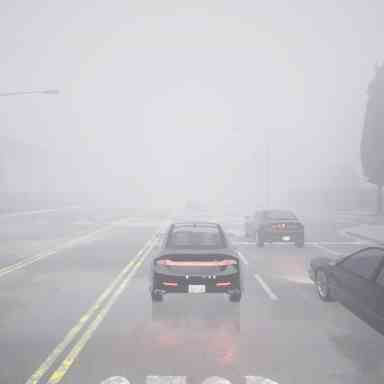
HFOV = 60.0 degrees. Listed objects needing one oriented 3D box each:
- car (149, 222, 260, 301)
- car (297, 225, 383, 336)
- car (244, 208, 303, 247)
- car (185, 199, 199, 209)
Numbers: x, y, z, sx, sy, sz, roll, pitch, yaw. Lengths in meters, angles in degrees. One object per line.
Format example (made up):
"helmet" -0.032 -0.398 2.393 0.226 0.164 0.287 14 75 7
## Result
"car" 0.080 1.492 8.287 2.128 1.511 4.902 0 0 0
"car" 3.587 1.547 5.242 2.033 1.411 5.357 0 0 0
"car" 3.562 1.505 14.989 1.837 1.490 4.892 0 0 0
"car" -0.008 1.601 44.106 1.895 1.301 4.718 0 0 0
